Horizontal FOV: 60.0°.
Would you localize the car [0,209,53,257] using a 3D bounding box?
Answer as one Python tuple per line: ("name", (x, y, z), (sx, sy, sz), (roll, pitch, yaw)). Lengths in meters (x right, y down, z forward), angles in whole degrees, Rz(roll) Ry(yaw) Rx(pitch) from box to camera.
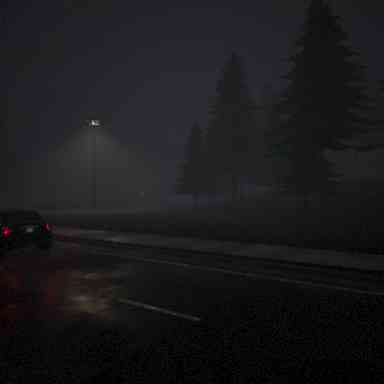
("car", (-7.828, 1.484, 13.743), (4.553, 1.767, 2.097), (-1, -1, 35))
